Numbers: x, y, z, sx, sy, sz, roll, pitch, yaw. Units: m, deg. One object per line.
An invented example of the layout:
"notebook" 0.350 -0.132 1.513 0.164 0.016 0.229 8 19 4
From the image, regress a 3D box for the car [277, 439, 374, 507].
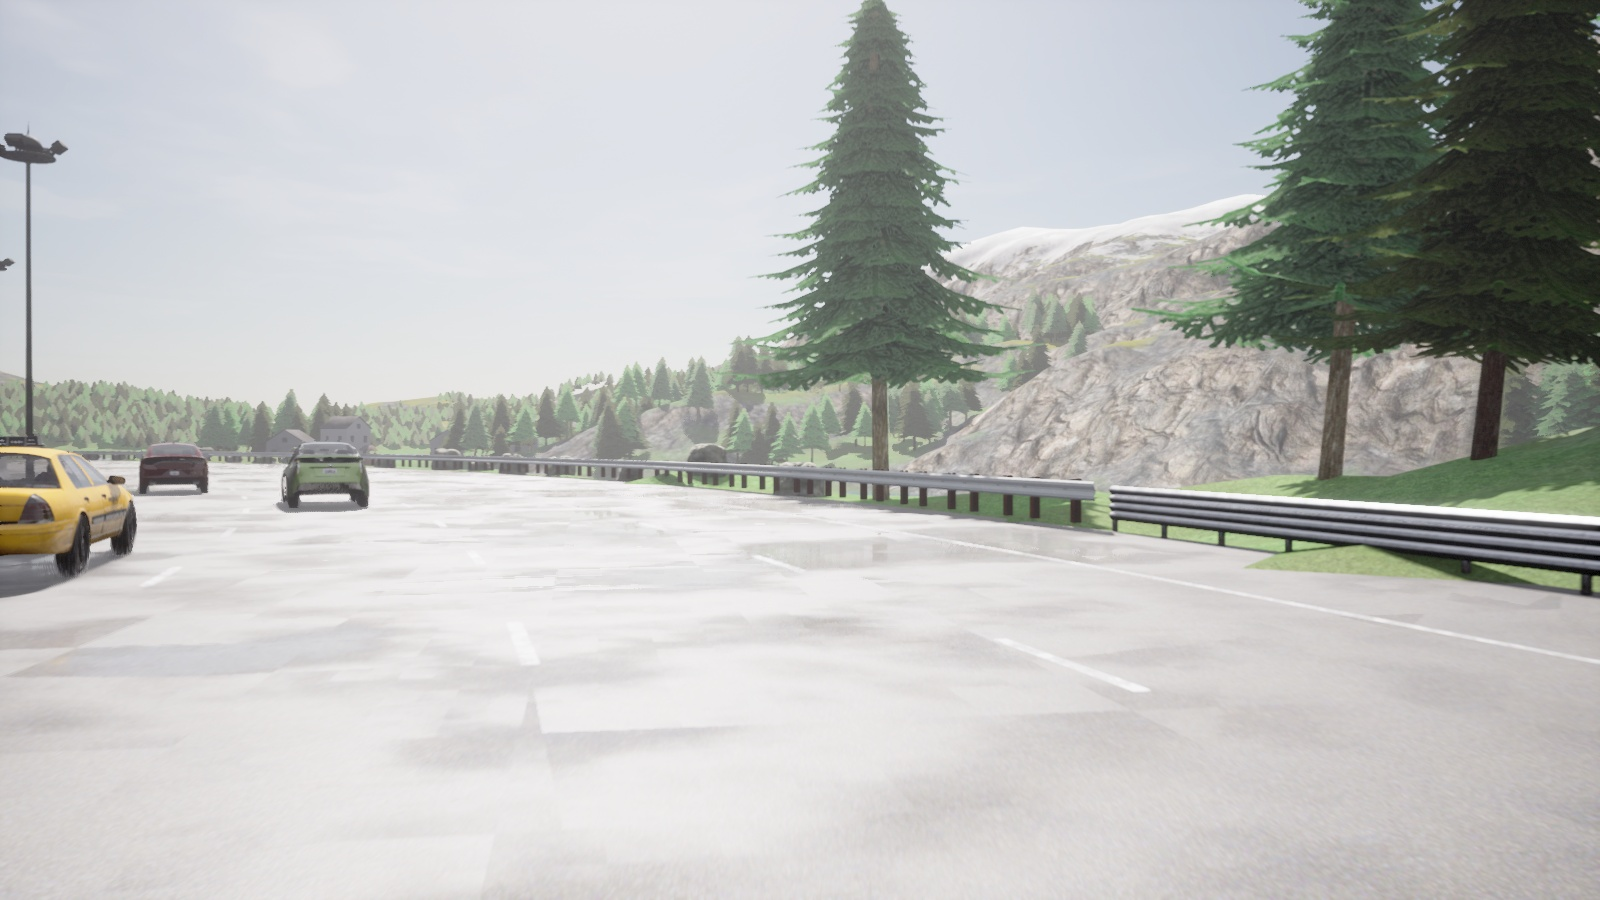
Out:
"car" -11.737 0.509 30.896 2.007 1.525 4.514 0 0 -24

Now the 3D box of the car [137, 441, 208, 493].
"car" -19.781 0.485 39.525 1.882 1.535 5.008 0 0 -28

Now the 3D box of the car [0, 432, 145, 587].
"car" -9.381 0.592 15.135 1.801 1.575 5.366 0 0 -18
